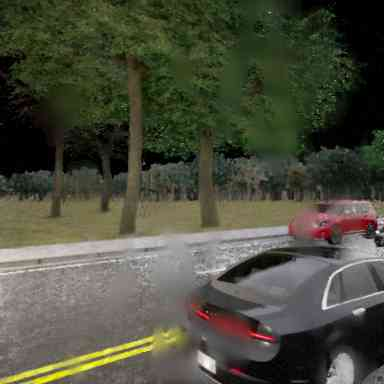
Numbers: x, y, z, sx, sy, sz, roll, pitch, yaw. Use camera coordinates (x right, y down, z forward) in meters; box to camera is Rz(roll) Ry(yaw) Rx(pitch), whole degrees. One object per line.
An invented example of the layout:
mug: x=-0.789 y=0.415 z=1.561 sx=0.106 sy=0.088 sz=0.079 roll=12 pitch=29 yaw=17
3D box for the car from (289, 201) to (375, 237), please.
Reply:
car: x=7.397 y=1.467 z=17.109 sx=5.566 sy=2.045 sz=2.150 roll=1 pitch=-1 yaw=-36

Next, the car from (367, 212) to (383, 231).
car: x=10.105 y=1.747 z=15.057 sx=4.674 sy=1.442 sz=1.812 roll=1 pitch=-1 yaw=-36

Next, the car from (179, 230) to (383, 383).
car: x=2.117 y=1.577 z=4.969 sx=4.892 sy=1.490 sz=1.837 roll=1 pitch=-1 yaw=-36
